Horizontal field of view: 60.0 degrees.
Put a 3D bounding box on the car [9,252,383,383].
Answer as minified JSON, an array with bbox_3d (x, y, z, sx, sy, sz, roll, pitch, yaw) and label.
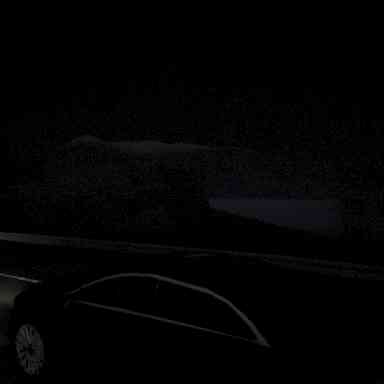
[{"bbox_3d":[-0.228,1.495,3.922,4.902,1.511,2.128,0,0,34],"label":"car"}]
